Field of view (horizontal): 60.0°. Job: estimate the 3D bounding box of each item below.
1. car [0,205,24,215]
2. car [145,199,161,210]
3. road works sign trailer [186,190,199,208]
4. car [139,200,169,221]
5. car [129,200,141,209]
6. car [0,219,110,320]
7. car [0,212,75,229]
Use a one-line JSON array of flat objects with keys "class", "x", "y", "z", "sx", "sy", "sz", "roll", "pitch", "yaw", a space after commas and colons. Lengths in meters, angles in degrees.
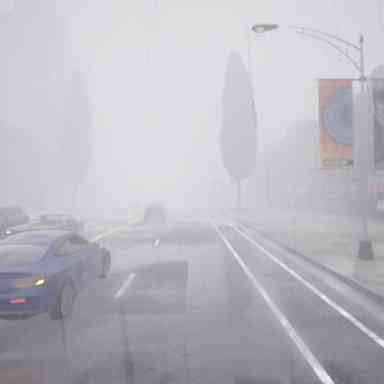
[{"class": "car", "x": -9.859, "y": 1.460, "z": 16.368, "sx": 2.097, "sy": 1.767, "sz": 4.553, "roll": 0, "pitch": 0, "yaw": 0}, {"class": "car", "x": -6.594, "y": 2.064, "z": 56.087, "sx": 2.097, "sy": 1.767, "sz": 4.553, "roll": 0, "pitch": -1, "yaw": 0}, {"class": "road works sign trailer", "x": -0.045, "y": 1.410, "z": 66.835, "sx": 2.380, "sy": 3.560, "sz": 2.880, "roll": 0, "pitch": -1, "yaw": 0}, {"class": "car", "x": -3.171, "y": 1.759, "z": 29.622, "sx": 1.837, "sy": 1.490, "sz": 4.892, "roll": 0, "pitch": -1, "yaw": 0}, {"class": "car", "x": -9.823, "y": 2.268, "z": 58.684, "sx": 1.837, "sy": 1.490, "sz": 4.892, "roll": 0, "pitch": -1, "yaw": 1}, {"class": "car", "x": -3.156, "y": 1.569, "z": 7.299, "sx": 1.812, "sy": 1.442, "sz": 4.674, "roll": 0, "pitch": 0, "yaw": 0}, {"class": "car", "x": -6.610, "y": 1.701, "z": 15.404, "sx": 1.895, "sy": 1.301, "sz": 4.718, "roll": 0, "pitch": 0, "yaw": 0}]
